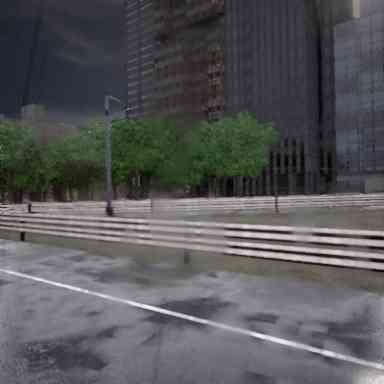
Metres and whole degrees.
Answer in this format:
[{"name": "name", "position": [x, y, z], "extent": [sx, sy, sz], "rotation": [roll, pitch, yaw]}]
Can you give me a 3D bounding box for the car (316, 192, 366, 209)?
[{"name": "car", "position": [14.830, 0.815, 33.404], "extent": [4.553, 1.767, 2.097], "rotation": [-2, -1, -6]}]
